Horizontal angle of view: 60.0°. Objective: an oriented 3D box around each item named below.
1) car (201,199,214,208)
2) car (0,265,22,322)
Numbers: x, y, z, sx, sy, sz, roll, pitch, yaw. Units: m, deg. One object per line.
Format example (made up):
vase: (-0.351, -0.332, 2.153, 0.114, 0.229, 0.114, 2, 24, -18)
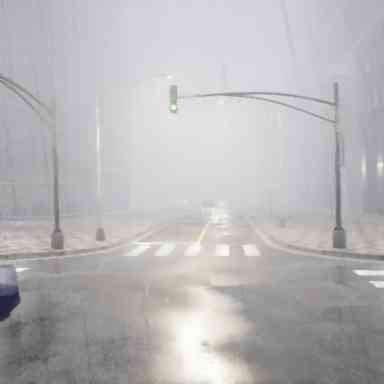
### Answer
car: (2.614, 1.801, 53.546, 1.812, 1.442, 4.674, -1, 0, 6)
car: (-5.283, 1.759, 5.054, 4.718, 1.301, 1.895, -1, 1, -30)
